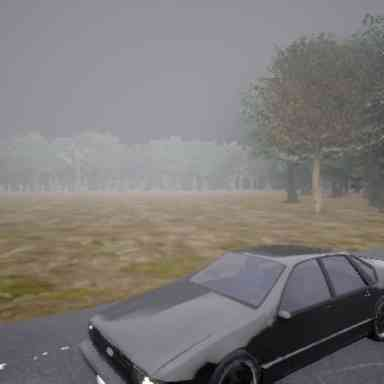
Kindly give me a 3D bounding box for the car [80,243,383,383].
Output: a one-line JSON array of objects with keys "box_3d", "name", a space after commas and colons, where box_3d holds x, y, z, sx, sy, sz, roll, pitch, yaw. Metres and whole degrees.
[{"box_3d": [1.266, 1.535, 4.894, 5.357, 1.411, 2.033, 0, 0, -35], "name": "car"}]
